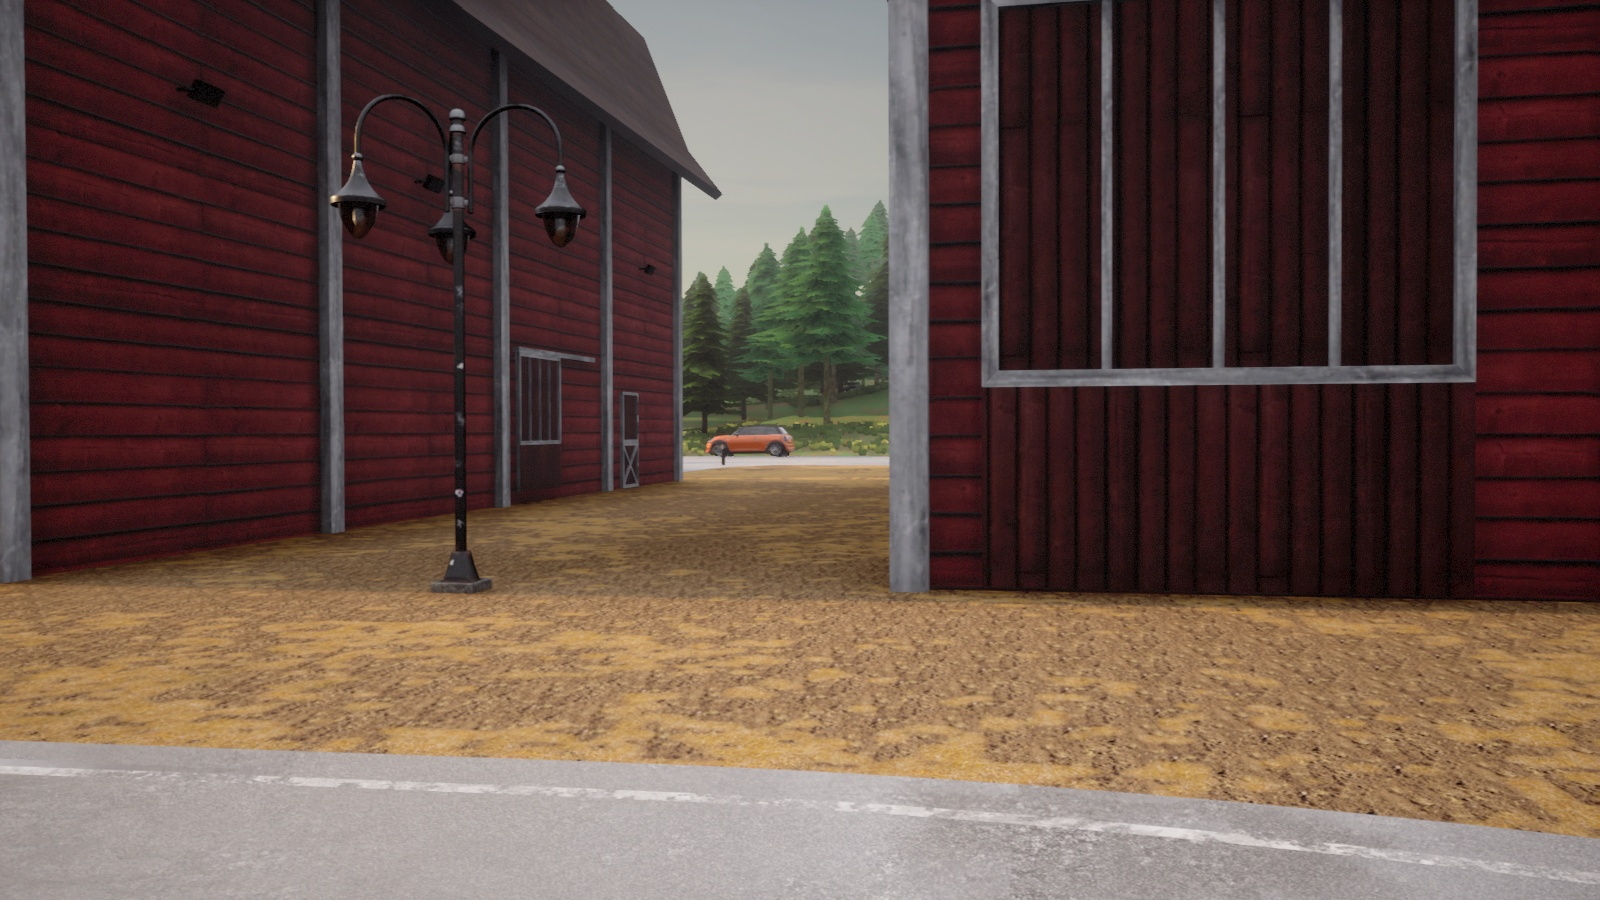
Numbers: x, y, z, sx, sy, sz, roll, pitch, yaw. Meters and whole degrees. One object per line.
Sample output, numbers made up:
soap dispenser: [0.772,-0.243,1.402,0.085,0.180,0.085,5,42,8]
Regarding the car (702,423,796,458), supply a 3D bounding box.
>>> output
car: [-2.671,-0.528,65.807,4.553,1.767,2.097,0,1,12]
